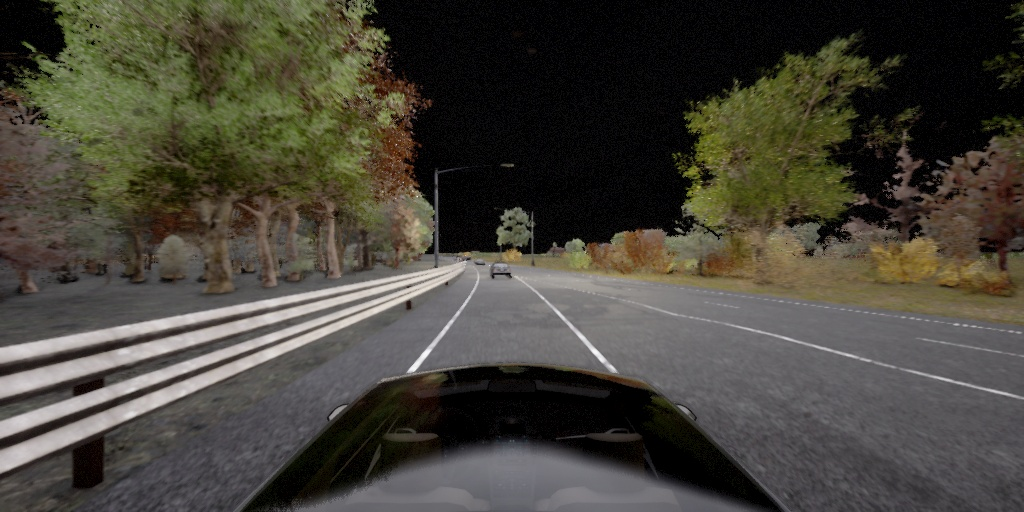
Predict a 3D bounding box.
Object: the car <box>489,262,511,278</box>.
[{"bbox_3d":[-1.152,1.289,34.077,2.033,1.411,5.357,0,0,-6],"label":"car"}]
